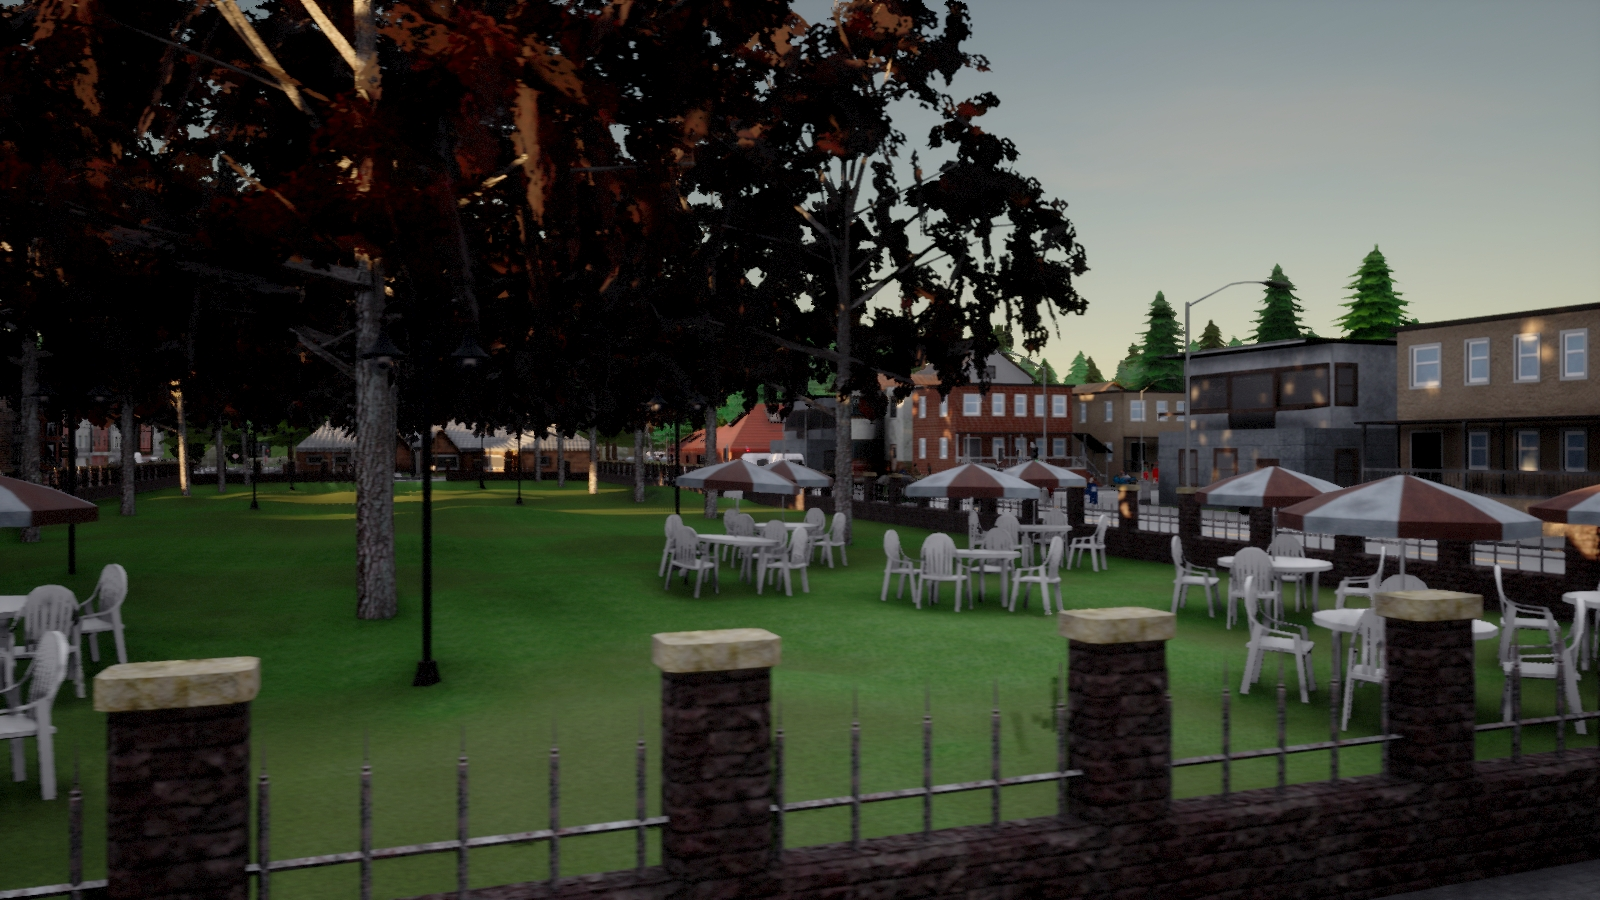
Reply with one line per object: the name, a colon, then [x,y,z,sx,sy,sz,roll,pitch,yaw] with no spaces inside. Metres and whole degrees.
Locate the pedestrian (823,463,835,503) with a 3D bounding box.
pedestrian: [1.358,1.525,53.534,0.375,1.860,0.375,0,0,-35]

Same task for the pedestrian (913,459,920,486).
pedestrian: [7.837,1.518,76.886,0.375,1.860,0.375,0,0,-18]

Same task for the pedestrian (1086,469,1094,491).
pedestrian: [17.573,1.807,69.197,0.375,1.300,0.375,0,0,-6]

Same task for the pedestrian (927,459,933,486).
pedestrian: [8.906,1.516,78.439,0.375,1.860,0.375,0,0,-2]

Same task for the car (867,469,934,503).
car: [5.010,1.779,57.472,1.851,1.617,3.988,0,0,-20]
